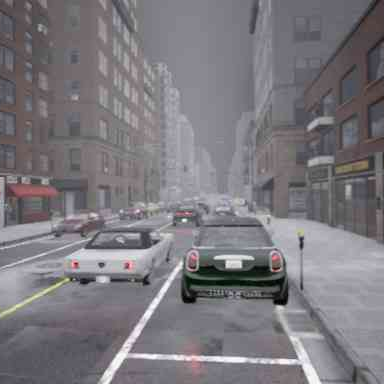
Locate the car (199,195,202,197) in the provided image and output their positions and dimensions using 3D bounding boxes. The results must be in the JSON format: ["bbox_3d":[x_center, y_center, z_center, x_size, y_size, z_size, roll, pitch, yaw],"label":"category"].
[{"bbox_3d":[1.057,1.947,90.415,1.752,1.417,4.829,-1,0,6],"label":"car"}]

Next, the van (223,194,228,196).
[{"bbox_3d":[6.721,1.581,67.162,1.690,1.788,3.998,-1,0,6],"label":"van"}]

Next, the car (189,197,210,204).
[{"bbox_3d":[1.038,1.675,37.779,1.837,1.490,4.892,-1,-1,6],"label":"car"}]

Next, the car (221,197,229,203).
[{"bbox_3d":[7.891,1.861,78.463,1.802,1.307,4.206,-1,0,6],"label":"car"}]

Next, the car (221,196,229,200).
[{"bbox_3d":[3.375,1.567,34.734,1.967,1.590,4.097,-1,0,6],"label":"car"}]

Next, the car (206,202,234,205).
[{"bbox_3d":[2.243,1.638,23.754,2.008,1.369,4.403,-1,0,6],"label":"car"}]

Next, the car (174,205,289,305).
[{"bbox_3d":[1.004,1.381,8.357,2.097,1.767,4.553,-1,0,6],"label":"car"}]

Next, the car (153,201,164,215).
[{"bbox_3d":[-4.624,1.758,35.380,1.752,1.417,4.829,-1,0,6],"label":"car"}]

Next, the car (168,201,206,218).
[{"bbox_3d":[-0.241,1.627,24.402,1.837,1.490,4.892,-1,-1,6],"label":"car"}]

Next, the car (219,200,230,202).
[{"bbox_3d":[2.810,1.689,29.244,1.802,1.307,4.206,-1,0,6],"label":"car"}]

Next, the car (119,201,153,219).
[{"bbox_3d":[-5.174,1.654,30.061,1.967,1.590,4.097,-1,0,6],"label":"car"}]

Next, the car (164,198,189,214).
[{"bbox_3d":[-1.713,1.775,38.444,1.994,1.385,4.181,-1,0,6],"label":"car"}]

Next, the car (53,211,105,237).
[{"bbox_3d":[-6.305,1.757,19.081,1.802,1.307,4.206,-1,0,6],"label":"car"}]

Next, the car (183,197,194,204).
[{"bbox_3d":[-0.676,1.911,73.628,1.887,1.381,4.507,-1,0,6],"label":"car"}]

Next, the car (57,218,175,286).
[{"bbox_3d":[-1.761,1.671,9.658,1.895,1.301,4.718,-1,0,6],"label":"car"}]

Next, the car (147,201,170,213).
[{"bbox_3d":[-4.040,1.804,41.038,2.008,1.369,4.403,-1,0,6],"label":"car"}]
